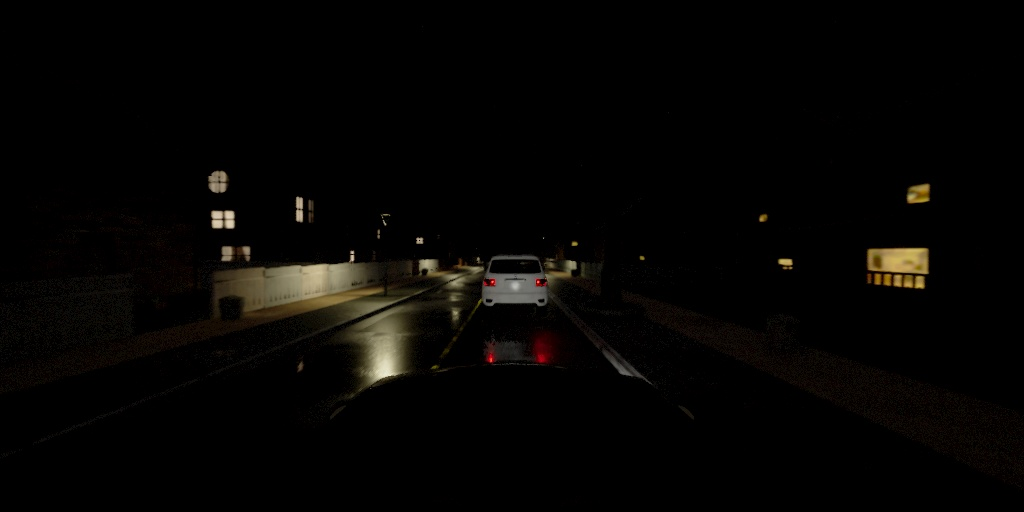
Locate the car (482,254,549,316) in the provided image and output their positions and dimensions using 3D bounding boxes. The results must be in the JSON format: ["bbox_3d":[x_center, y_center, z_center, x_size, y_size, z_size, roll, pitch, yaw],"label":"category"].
[{"bbox_3d":[0.101,0.963,13.483,2.150,2.045,5.566,0,0,0],"label":"car"}]
